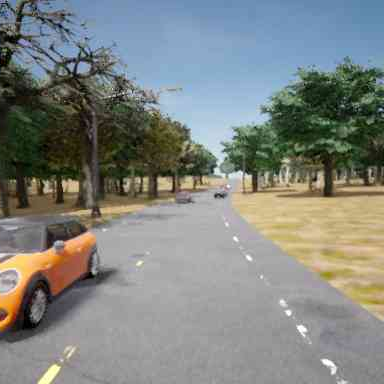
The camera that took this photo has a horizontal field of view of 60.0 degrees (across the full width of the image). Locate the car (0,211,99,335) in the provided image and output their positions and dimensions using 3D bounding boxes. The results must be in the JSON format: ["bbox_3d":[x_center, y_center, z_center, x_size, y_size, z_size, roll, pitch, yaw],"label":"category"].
[{"bbox_3d":[-3.509,1.323,6.838,2.097,1.767,4.553,0,0,1],"label":"car"}]

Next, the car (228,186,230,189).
[{"bbox_3d":[7.372,-0.085,78.039,1.801,1.575,5.366,0,2,9],"label":"car"}]

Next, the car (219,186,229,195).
[{"bbox_3d":[6.437,0.155,71.940,1.882,1.535,5.008,0,2,8],"label":"car"}]

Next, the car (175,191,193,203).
[{"bbox_3d":[-1.134,0.699,48.143,2.097,1.767,4.553,0,1,6],"label":"car"}]

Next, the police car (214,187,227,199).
[{"bbox_3d":[5.089,0.408,62.204,1.930,1.638,5.238,0,2,7],"label":"police car"}]
